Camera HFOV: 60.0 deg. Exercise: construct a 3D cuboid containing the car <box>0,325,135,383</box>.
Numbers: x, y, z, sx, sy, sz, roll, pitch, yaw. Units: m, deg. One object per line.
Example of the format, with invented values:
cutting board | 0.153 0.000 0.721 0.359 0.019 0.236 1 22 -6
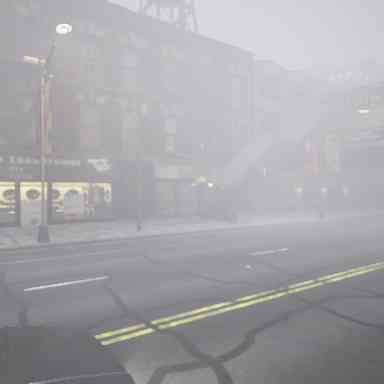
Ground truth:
car | -2.897 1.551 1.685 5.357 1.411 2.033 0 0 -35
